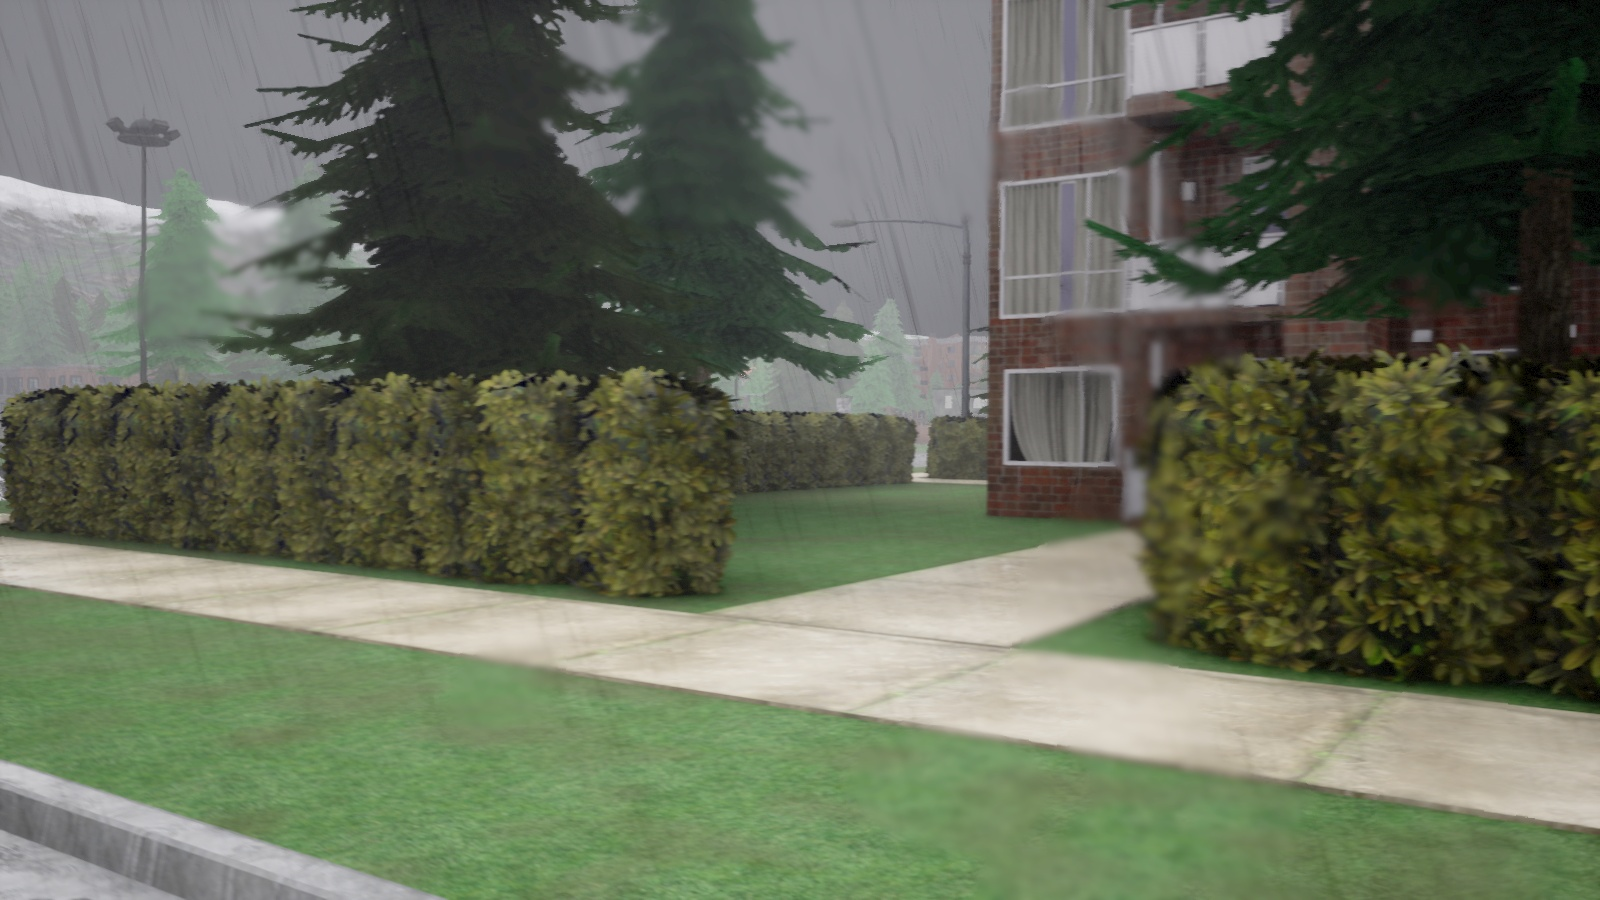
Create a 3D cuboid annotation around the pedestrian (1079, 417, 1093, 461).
[{"bbox_3d":[11.784,-0.454,51.814,0.345,1.836,0.594,0,1,36],"label":"pedestrian"}]
